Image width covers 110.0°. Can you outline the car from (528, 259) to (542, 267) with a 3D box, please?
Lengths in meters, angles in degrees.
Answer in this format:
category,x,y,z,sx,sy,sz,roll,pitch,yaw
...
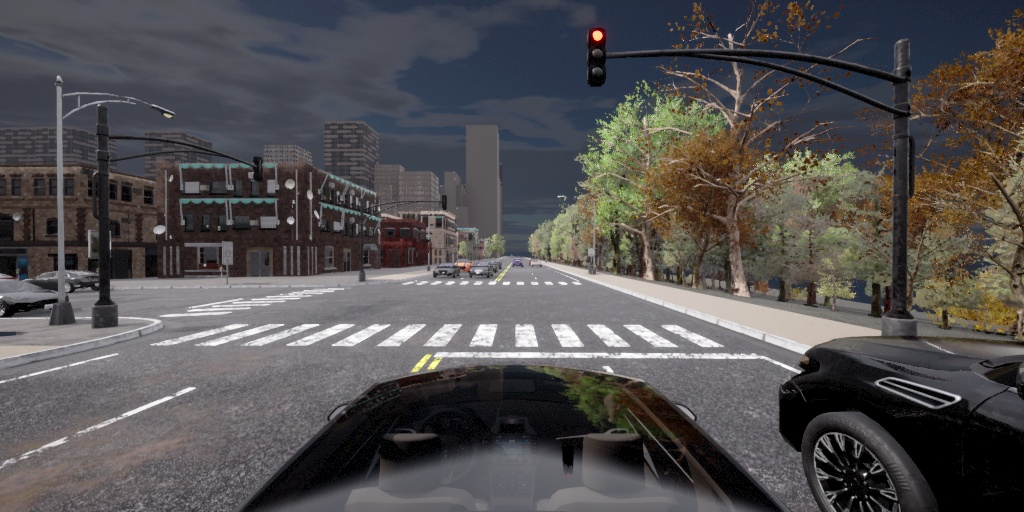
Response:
category,x,y,z,sx,sy,sz,roll,pitch,yaw
car,4.362,1.327,64.121,1.895,1.301,4.718,0,0,1

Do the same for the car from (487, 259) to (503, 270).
category,x,y,z,sx,sy,sz,roll,pitch,yaw
car,-2.503,1.223,53.502,2.128,1.511,4.902,0,0,1

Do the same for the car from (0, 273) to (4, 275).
category,x,y,z,sx,sy,sz,roll,pitch,yaw
car,-33.493,1.655,22.449,4.207,1.307,1.802,0,0,1

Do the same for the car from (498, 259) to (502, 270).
category,x,y,z,sx,sy,sz,roll,pitch,yaw
car,-2.673,1.227,43.260,2.128,1.511,4.902,0,0,1

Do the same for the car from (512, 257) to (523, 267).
category,x,y,z,sx,sy,sz,roll,pitch,yaw
car,1.002,1.252,63.791,1.812,1.442,4.674,0,0,1

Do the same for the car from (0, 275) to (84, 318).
category,x,y,z,sx,sy,sz,roll,pitch,yaw
car,-19.766,1.565,13.704,4.313,1.339,1.948,0,0,1

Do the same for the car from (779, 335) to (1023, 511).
category,x,y,z,sx,sy,sz,roll,pitch,yaw
car,3.322,0.972,0.665,2.150,2.045,5.566,0,0,1

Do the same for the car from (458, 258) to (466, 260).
category,x,y,z,sx,sy,sz,roll,pitch,yaw
car,-5.914,1.088,43.751,2.097,1.767,4.553,0,0,1

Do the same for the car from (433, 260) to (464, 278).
category,x,y,z,sx,sy,sz,roll,pitch,yaw
car,-6.080,1.304,33.755,1.994,1.385,4.181,0,0,1

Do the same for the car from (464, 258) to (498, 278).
category,x,y,z,sx,sy,sz,roll,pitch,yaw
car,-2.820,1.232,33.769,2.128,1.511,4.902,0,0,3

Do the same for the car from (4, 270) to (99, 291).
category,x,y,z,sx,sy,sz,roll,pitch,yaw
car,-27.958,1.560,22.352,4.403,1.370,2.007,0,0,1
